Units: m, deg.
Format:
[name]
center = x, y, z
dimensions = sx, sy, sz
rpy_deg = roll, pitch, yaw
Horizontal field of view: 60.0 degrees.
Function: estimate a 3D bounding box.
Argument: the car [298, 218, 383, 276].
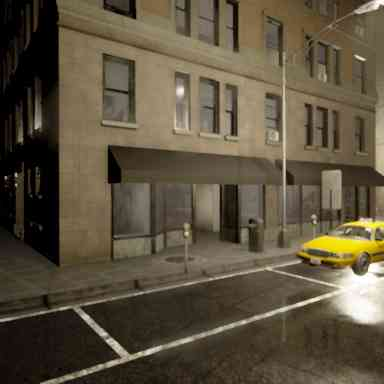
[car]
center = 5.253, 1.515, 10.273
dimensions = 4.829, 1.417, 1.752
rpy_deg = 0, 0, -35
